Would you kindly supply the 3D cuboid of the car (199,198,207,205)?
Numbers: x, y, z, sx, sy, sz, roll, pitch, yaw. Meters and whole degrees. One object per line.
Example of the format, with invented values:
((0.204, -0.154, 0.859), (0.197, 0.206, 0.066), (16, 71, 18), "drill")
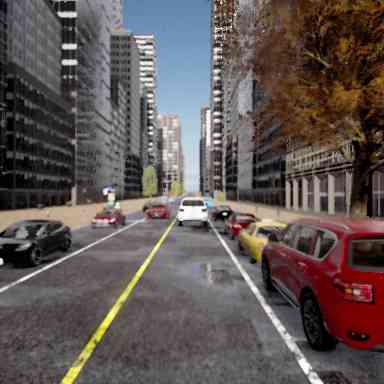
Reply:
((2.609, 2.261, 79.931), (1.887, 1.381, 4.507), (0, 0, 0), "car")

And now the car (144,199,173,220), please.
((-3.130, 1.771, 31.943), (1.882, 1.535, 5.008), (0, -1, 0), "car")

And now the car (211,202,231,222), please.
((2.660, 1.831, 28.918), (1.947, 1.339, 4.313), (0, -1, 0), "car")

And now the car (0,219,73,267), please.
((-5.703, 1.677, 11.906), (1.947, 1.339, 4.313), (0, -1, 0), "car")

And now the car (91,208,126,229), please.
((-5.714, 1.796, 23.243), (1.802, 1.307, 4.206), (0, -1, 0), "car")

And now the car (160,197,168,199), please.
((-5.749, 1.960, 57.251), (1.967, 1.590, 4.097), (0, -1, 0), "car")

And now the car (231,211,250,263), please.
((2.677, 1.637, 12.085), (1.752, 1.417, 4.829), (0, -1, 0), "car")

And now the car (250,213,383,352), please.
((2.683, 1.374, 6.249), (2.192, 1.841, 5.009), (0, -1, 0), "car")

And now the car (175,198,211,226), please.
((0.071, 1.462, 25.938), (2.150, 2.045, 5.566), (0, 0, 0), "car")

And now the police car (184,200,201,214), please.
((0.050, 1.894, 42.608), (2.038, 1.542, 4.974), (0, -1, 0), "police car")

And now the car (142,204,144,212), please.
((-5.738, 1.985, 45.914), (1.947, 1.339, 4.313), (0, -1, 0), "car")

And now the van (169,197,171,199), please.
((-5.761, 1.960, 68.588), (1.690, 1.788, 3.998), (0, -1, 0), "van")

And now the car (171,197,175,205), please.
((-3.074, 2.061, 73.571), (2.033, 1.411, 5.357), (0, 0, 0), "car")

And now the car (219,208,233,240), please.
((2.672, 1.744, 17.582), (1.802, 1.307, 4.206), (0, -1, 0), "car")
